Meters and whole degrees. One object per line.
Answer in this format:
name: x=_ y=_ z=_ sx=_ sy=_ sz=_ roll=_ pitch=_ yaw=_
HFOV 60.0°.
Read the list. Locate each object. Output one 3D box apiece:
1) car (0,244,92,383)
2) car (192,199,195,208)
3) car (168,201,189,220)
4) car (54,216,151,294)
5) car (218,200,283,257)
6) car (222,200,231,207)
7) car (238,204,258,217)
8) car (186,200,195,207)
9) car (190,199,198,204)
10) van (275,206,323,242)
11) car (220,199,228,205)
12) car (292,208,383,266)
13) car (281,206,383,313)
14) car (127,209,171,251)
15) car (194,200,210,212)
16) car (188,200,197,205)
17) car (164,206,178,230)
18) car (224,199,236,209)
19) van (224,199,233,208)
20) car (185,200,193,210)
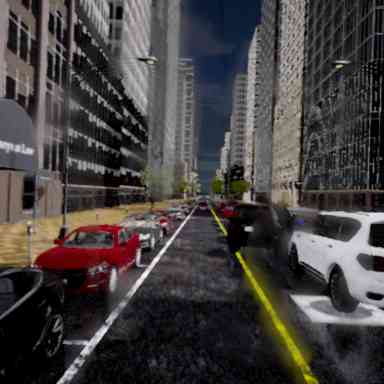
car: x=-2.713 y=1.509 z=3.189 sx=1.947 sy=1.339 sz=4.313 roll=2 pitch=-1 yaw=2
car: x=-0.870 y=2.225 z=54.303 sx=1.802 sy=1.307 sz=4.206 roll=2 pitch=-1 yaw=2
car: x=-1.689 y=1.884 z=31.587 sx=2.008 sy=1.369 sz=4.403 roll=2 pitch=-1 yaw=2
car: x=-2.508 y=1.566 z=8.869 sx=1.887 sy=1.381 sz=4.507 roll=2 pitch=-1 yaw=2
car: x=3.270 y=1.522 z=14.713 sx=2.150 sy=2.045 sz=5.566 roll=1 pitch=-1 yaw=26
car: x=8.528 y=2.769 z=82.397 sx=1.967 sy=1.590 sz=4.097 roll=1 pitch=-1 yaw=2
car: x=7.091 y=2.337 z=42.639 sx=2.008 sy=1.369 sz=4.403 roll=1 pitch=-1 yaw=2
car: x=-0.259 y=2.399 z=71.173 sx=1.752 sy=1.417 sz=4.829 roll=2 pitch=-1 yaw=2
car: x=0.565 y=2.734 z=94.060 sx=2.008 sy=1.369 sz=4.403 roll=2 pitch=-1 yaw=2
van: x=6.277 y=1.816 z=19.924 sx=1.690 sy=1.788 sz=3.998 roll=1 pitch=-1 yaw=2
car: x=8.937 y=2.922 z=93.756 sx=1.967 sy=1.590 sz=4.097 roll=2 pitch=-1 yaw=2
car: x=6.073 y=1.712 z=14.245 sx=2.192 sy=1.841 sz=5.009 roll=1 pitch=-1 yaw=2
car: x=4.082 y=1.476 z=8.325 sx=2.150 sy=2.045 sz=5.566 roll=2 pitch=-1 yaw=2
car: x=-2.304 y=1.650 z=14.548 sx=2.008 sy=1.369 sz=4.403 roll=2 pitch=-1 yaw=2
car: x=1.714 y=2.222 z=51.041 sx=1.812 sy=1.442 sz=4.674 roll=2 pitch=-1 yaw=2
car: x=0.155 y=2.596 z=82.701 sx=1.947 sy=1.339 sz=4.313 roll=2 pitch=-1 yaw=2
car: x=-2.099 y=1.759 z=20.227 sx=1.802 sy=1.307 sz=4.206 roll=2 pitch=-1 yaw=2
car: x=8.121 y=2.489 z=71.040 sx=2.192 sy=1.841 sz=5.009 roll=1 pitch=-1 yaw=2
van: x=8.326 y=2.593 z=76.719 sx=1.690 sy=1.788 sz=3.998 roll=1 pitch=-1 yaw=2
car: x=-1.279 y=2.039 z=42.945 sx=2.008 sy=1.369 sz=4.403 roll=2 pitch=-1 yaw=2
